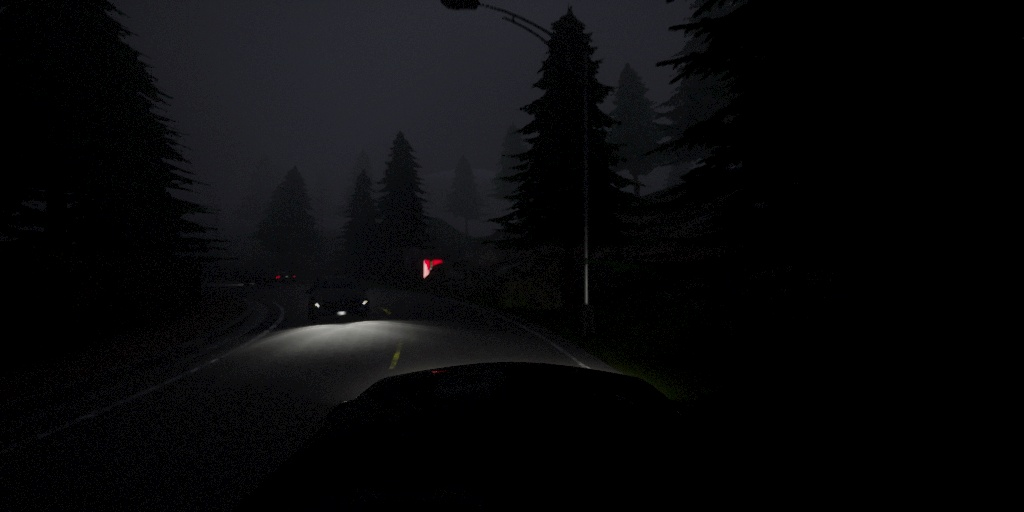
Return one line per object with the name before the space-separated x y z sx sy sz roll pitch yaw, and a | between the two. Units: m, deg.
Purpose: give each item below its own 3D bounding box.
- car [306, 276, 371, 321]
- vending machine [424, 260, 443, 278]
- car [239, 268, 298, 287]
car | -6.715 1.463 13.729 2.033 1.411 5.357 0 -1 -30
vending machine | -5.098 1.221 23.248 1.100 2.100 0.880 0 0 -43
car | -19.751 1.689 29.053 5.357 1.411 2.033 -1 -1 27
